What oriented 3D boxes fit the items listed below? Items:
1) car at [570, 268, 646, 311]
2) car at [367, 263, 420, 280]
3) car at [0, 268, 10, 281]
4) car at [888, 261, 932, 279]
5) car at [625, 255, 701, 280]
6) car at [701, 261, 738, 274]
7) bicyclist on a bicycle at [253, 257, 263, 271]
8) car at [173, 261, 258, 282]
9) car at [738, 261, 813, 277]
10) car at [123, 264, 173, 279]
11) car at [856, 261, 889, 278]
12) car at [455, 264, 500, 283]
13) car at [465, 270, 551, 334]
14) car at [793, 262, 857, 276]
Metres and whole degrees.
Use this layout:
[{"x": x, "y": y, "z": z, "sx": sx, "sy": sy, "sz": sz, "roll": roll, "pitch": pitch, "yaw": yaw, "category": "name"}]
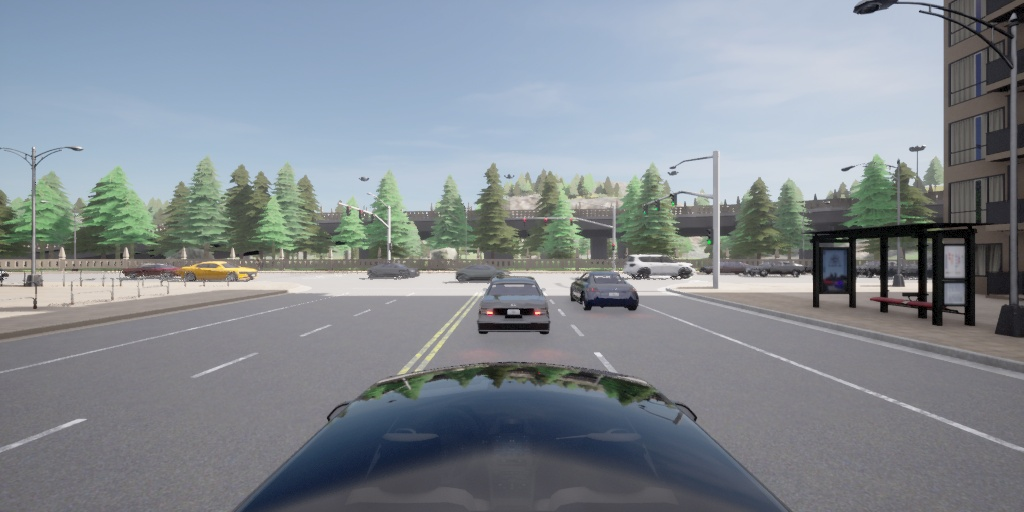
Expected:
[{"x": 3.577, "y": 1.314, "z": 14.551, "sx": 1.994, "sy": 1.385, "sz": 4.181, "roll": 0, "pitch": 0, "yaw": 0, "category": "car"}, {"x": -10.004, "y": 1.260, "z": 30.390, "sx": 4.181, "sy": 1.385, "sz": 1.994, "roll": 0, "pitch": 0, "yaw": 1, "category": "car"}, {"x": -41.231, "y": 1.186, "z": 26.962, "sx": 4.902, "sy": 1.511, "sz": 2.128, "roll": 0, "pitch": 0, "yaw": -4, "category": "car"}, {"x": 34.461, "y": 1.295, "z": 29.445, "sx": 4.718, "sy": 1.301, "sz": 1.895, "roll": 0, "pitch": 0, "yaw": 6, "category": "car"}, {"x": 12.280, "y": 0.915, "z": 30.093, "sx": 5.566, "sy": 2.045, "sz": 2.150, "roll": 0, "pitch": 0, "yaw": 1, "category": "car"}, {"x": 22.405, "y": 1.242, "z": 37.129, "sx": 5.357, "sy": 1.411, "sz": 2.033, "roll": 0, "pitch": 0, "yaw": 1, "category": "car"}, {"x": -29.468, "y": 0.995, "z": 41.636, "sx": 0.582, "sy": 1.620, "sz": 1.656, "roll": 0, "pitch": 0, "yaw": 1, "category": "bicyclist on a bicycle"}, {"x": -21.976, "y": 1.172, "z": 27.045, "sx": 5.008, "sy": 1.535, "sz": 1.882, "roll": 0, "pitch": 0, "yaw": 1, "category": "car"}, {"x": 24.522, "y": 1.186, "z": 33.549, "sx": 4.902, "sy": 1.511, "sz": 2.128, "roll": 0, "pitch": 0, "yaw": 2, "category": "car"}, {"x": -30.005, "y": 1.295, "z": 30.636, "sx": 4.718, "sy": 1.301, "sz": 1.895, "roll": 0, "pitch": 0, "yaw": 0, "category": "car"}, {"x": 33.860, "y": 1.186, "z": 33.007, "sx": 4.902, "sy": 1.511, "sz": 2.128, "roll": 0, "pitch": 0, "yaw": 6, "category": "car"}, {"x": -2.145, "y": 1.294, "z": 26.783, "sx": 4.181, "sy": 1.385, "sz": 1.994, "roll": 0, "pitch": 0, "yaw": 1, "category": "car"}, {"x": 0.058, "y": 1.297, "z": 10.540, "sx": 2.033, "sy": 1.411, "sz": 5.357, "roll": 0, "pitch": 0, "yaw": 1, "category": "car"}, {"x": 31.984, "y": 1.295, "z": 36.729, "sx": 4.718, "sy": 1.301, "sz": 1.895, "roll": 0, "pitch": 0, "yaw": 4, "category": "car"}]
